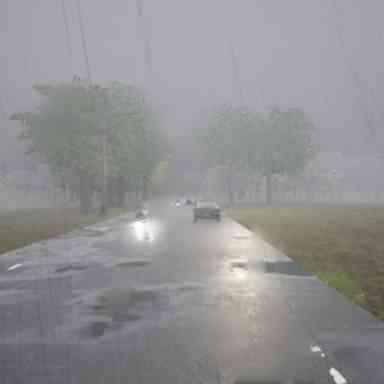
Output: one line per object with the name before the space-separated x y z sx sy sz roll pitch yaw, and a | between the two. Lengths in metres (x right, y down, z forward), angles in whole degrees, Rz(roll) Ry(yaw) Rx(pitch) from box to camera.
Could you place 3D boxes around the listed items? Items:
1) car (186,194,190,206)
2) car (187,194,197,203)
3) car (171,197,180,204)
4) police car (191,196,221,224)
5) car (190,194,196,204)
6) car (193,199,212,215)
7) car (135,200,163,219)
car | 0.025 1.430 57.869 2.097 1.767 4.553 0 0 0
car | 0.033 1.399 76.200 2.150 2.045 5.566 0 -1 0
car | -3.470 1.703 69.776 2.128 1.511 4.902 0 -1 0
police car | 1.061 1.395 24.864 1.930 1.638 5.238 0 0 0
car | 1.067 1.339 40.728 2.097 1.767 4.553 0 0 0
car | 1.065 1.482 34.755 1.837 1.490 4.892 0 0 0
car | -3.585 1.463 28.222 2.128 1.511 4.902 0 0 0
